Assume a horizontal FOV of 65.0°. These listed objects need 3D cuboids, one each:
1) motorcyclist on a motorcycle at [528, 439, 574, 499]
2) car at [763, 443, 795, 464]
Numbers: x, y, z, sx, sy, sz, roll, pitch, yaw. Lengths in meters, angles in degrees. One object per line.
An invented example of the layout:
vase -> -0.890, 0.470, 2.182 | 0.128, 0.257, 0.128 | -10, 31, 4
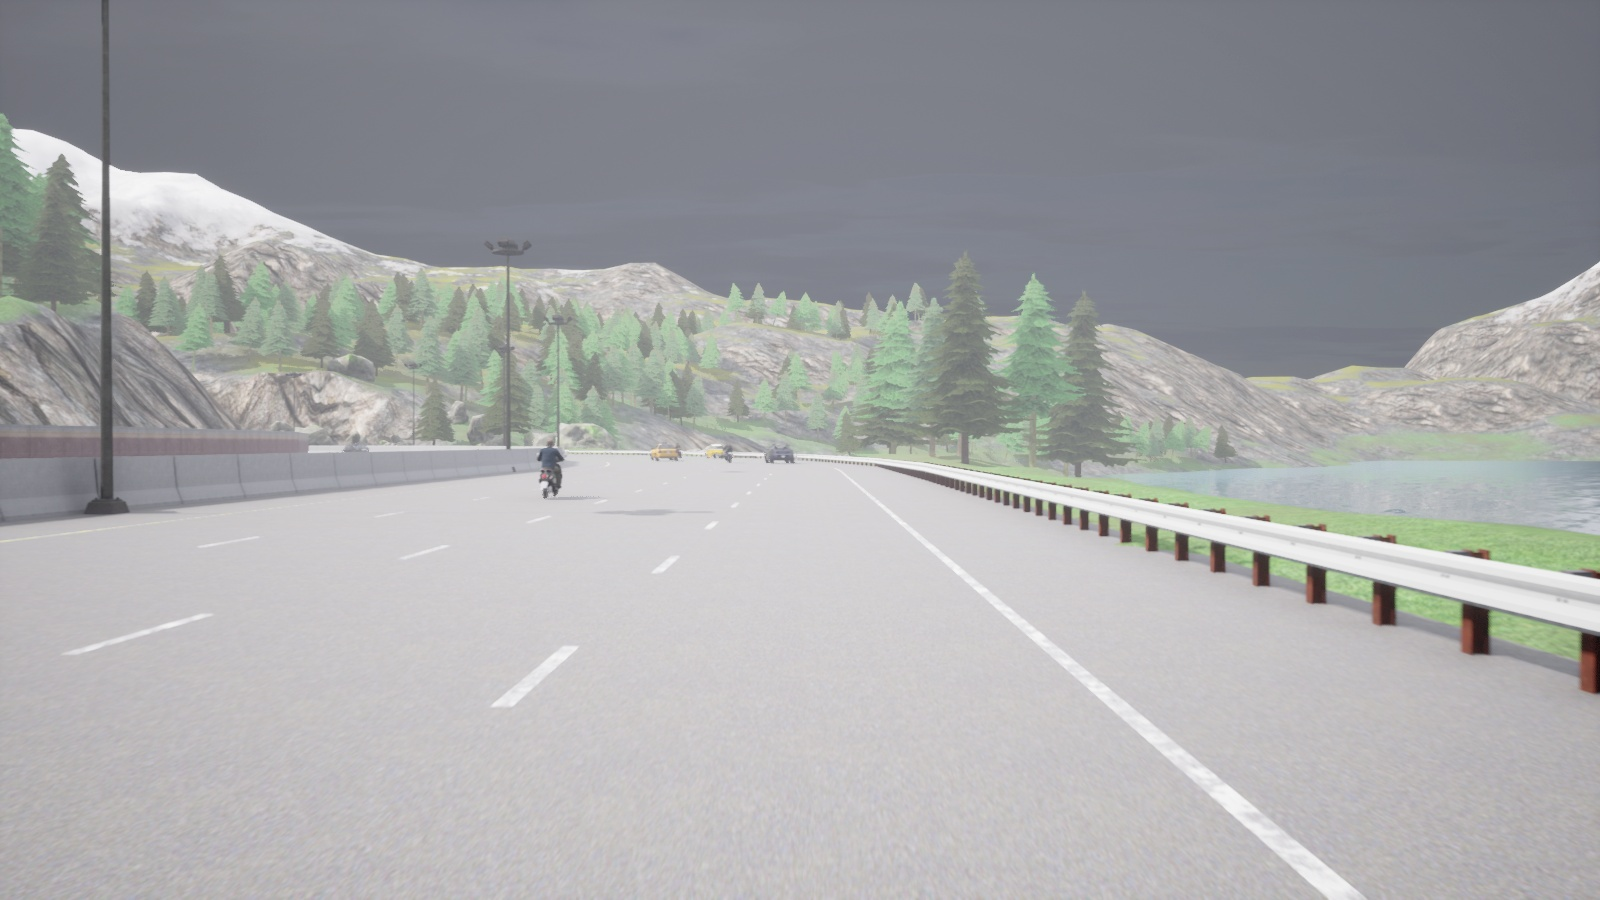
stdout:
motorcyclist on a motorcycle -> -6.787, 0.501, 34.299 | 0.866, 1.590, 1.817 | 0, 0, 0
car -> -1.561, 0.243, 91.501 | 1.816, 1.474, 4.193 | 0, 0, -9
